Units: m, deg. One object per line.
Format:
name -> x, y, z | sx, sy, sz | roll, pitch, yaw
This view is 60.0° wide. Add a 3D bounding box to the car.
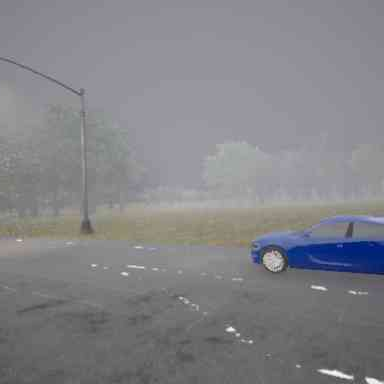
car -> 4.036, 1.374, 8.862 | 5.008, 1.535, 1.882 | -3, -1, 33
